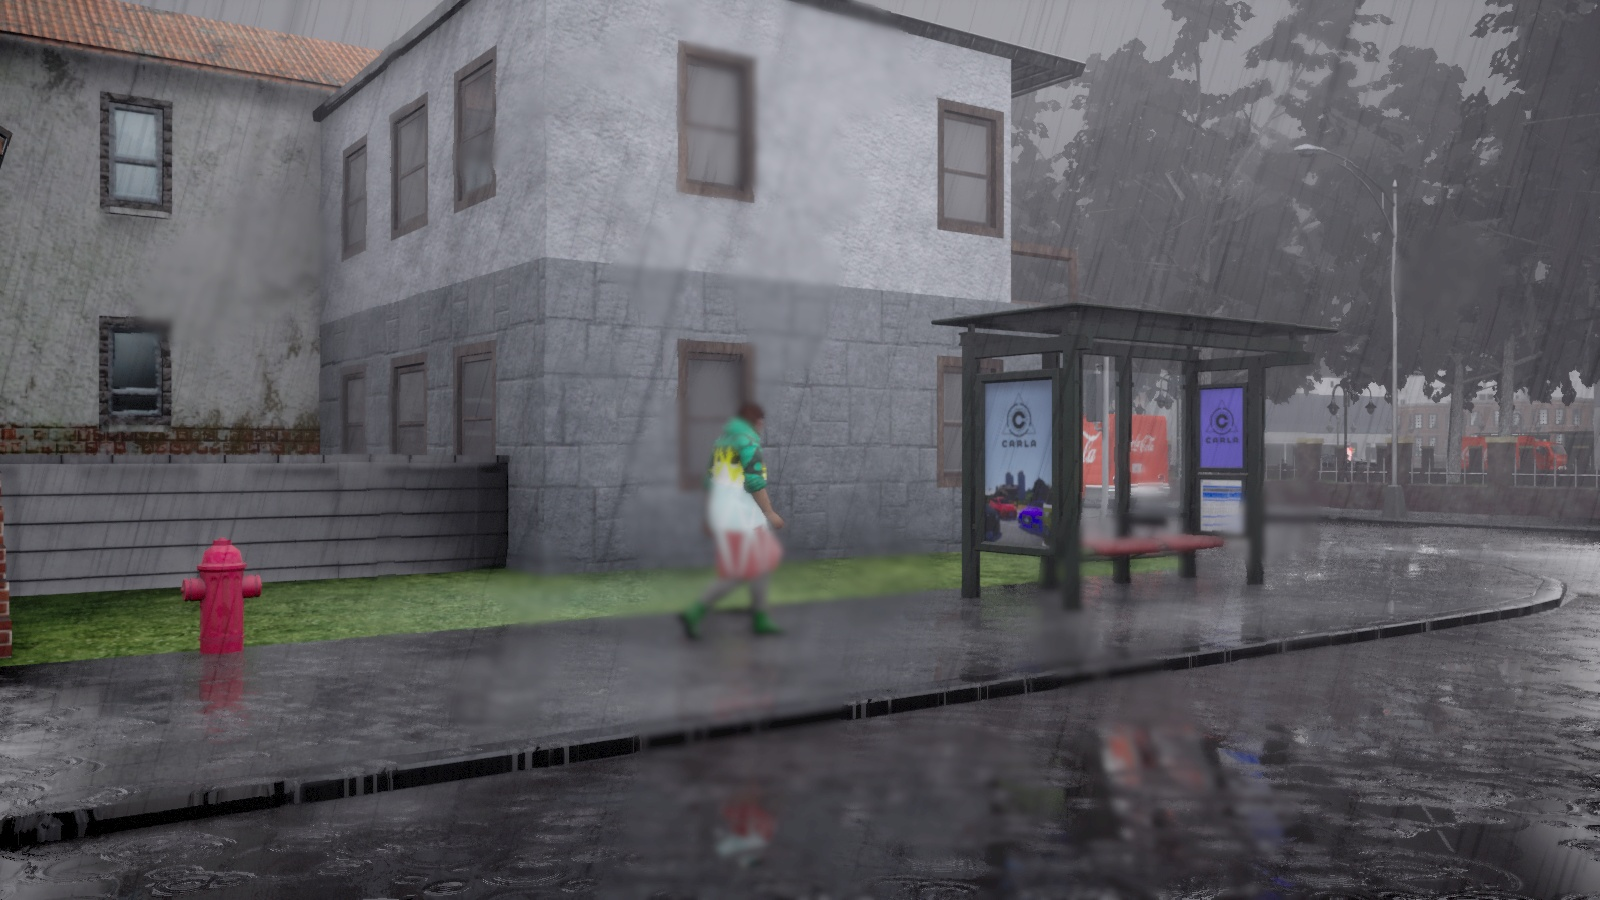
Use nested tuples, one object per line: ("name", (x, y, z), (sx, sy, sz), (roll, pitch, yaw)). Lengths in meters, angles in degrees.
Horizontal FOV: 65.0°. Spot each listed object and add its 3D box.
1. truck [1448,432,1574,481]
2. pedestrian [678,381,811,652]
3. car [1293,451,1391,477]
("truck", (37.659, 0.341, 66.607), (2.627, 2.467, 5.204), (0, 0, -35))
("pedestrian", (-0.428, 0.479, 9.466), (0.873, 1.952, 0.659), (0, 0, -16))
("car", (32.083, 0.815, 74.473), (2.128, 1.511, 4.902), (0, 0, -35))
